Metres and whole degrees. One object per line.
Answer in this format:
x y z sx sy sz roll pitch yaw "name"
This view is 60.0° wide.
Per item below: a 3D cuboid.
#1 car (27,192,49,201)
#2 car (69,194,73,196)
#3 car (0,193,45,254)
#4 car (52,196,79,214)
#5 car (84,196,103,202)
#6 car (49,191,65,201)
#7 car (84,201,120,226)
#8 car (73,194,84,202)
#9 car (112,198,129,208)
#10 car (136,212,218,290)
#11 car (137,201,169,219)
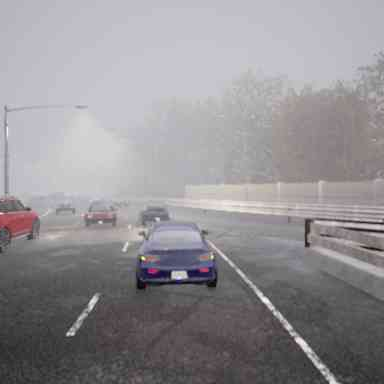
-30.534 1.114 65.869 1.882 1.535 5.008 0 0 -41 "car"
-25.090 1.143 70.270 1.812 1.442 4.674 0 0 -41 "car"
-7.977 1.176 13.335 2.150 2.045 5.566 0 0 -8 "car"
-13.071 1.431 34.495 2.033 1.411 5.357 0 0 -20 "car"
-11.850 1.388 40.879 1.812 1.442 4.674 0 0 -22 "car"
-27.832 0.853 68.091 2.150 2.045 5.566 0 0 -41 "car"
-6.079 1.525 22.521 1.895 1.301 4.718 0 0 -12 "car"
-21.427 1.381 65.369 1.895 1.301 4.718 0 0 -36 "car"
-10.026 1.448 45.473 1.895 1.301 4.718 0 0 -25 "car"
-0.472 1.496 8.943 1.812 1.442 4.674 0 0 -5 "car"
-2.745 1.427 23.432 1.837 1.490 4.892 0 1 -12 "car"
